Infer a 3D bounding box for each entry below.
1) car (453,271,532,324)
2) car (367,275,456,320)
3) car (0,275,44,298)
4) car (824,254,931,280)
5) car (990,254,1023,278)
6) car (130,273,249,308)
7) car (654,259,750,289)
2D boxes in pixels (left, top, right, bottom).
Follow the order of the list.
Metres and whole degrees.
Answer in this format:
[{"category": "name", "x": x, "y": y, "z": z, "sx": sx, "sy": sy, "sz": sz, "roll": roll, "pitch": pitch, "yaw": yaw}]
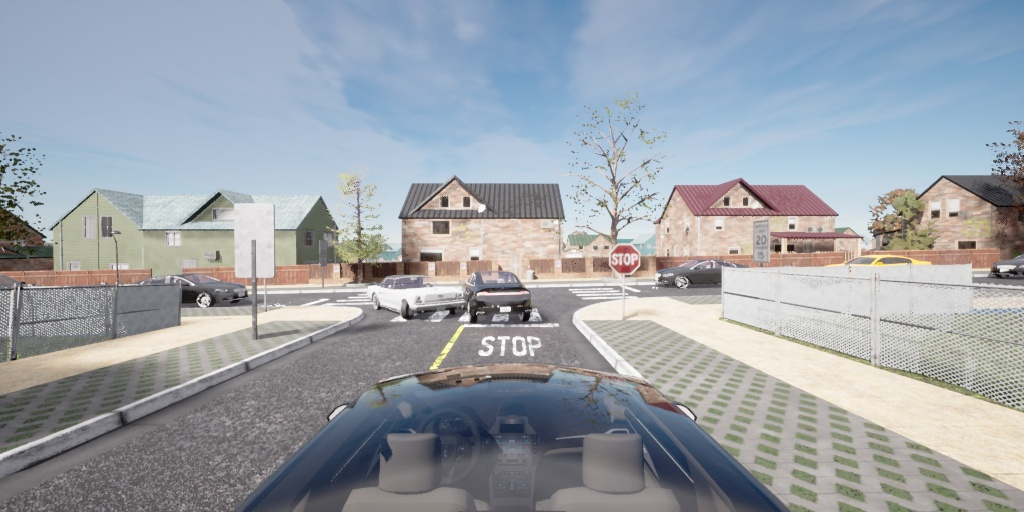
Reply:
[{"category": "car", "x": -0.685, "y": 1.243, "z": 12.131, "sx": 2.128, "sy": 1.511, "sz": 4.902, "roll": 0, "pitch": 0, "yaw": -12}, {"category": "car", "x": -3.602, "y": 1.368, "z": 12.990, "sx": 1.895, "sy": 1.301, "sz": 4.718, "roll": 0, "pitch": 0, "yaw": -38}, {"category": "car", "x": -24.239, "y": 1.648, "z": 16.446, "sx": 4.553, "sy": 1.767, "sz": 2.097, "roll": -1, "pitch": 1, "yaw": 0}, {"category": "car", "x": 19.762, "y": 0.690, "z": 19.576, "sx": 5.008, "sy": 1.535, "sz": 1.882, "roll": -1, "pitch": 1, "yaw": -1}, {"category": "car", "x": 29.386, "y": 0.478, "z": 19.612, "sx": 4.902, "sy": 1.511, "sz": 2.128, "roll": -1, "pitch": 1, "yaw": 0}, {"category": "car", "x": -14.902, "y": 1.566, "z": 16.486, "sx": 4.902, "sy": 1.511, "sz": 2.128, "roll": -1, "pitch": 1, "yaw": 0}, {"category": "car", "x": 10.331, "y": 0.926, "z": 19.539, "sx": 4.902, "sy": 1.511, "sz": 2.128, "roll": -1, "pitch": 1, "yaw": 0}]
